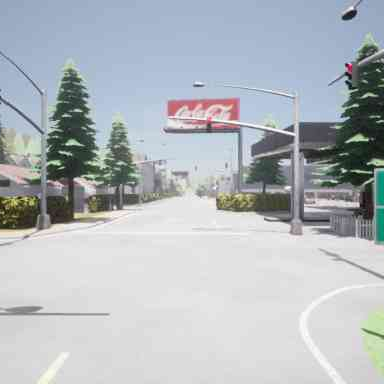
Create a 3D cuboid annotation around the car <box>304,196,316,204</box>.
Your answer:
[{"bbox_3d":[22.351,1.552,64.110,1.970,1.475,3.806,0,0,0],"label":"car"}]

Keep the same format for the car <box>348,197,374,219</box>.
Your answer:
[{"bbox_3d":[14.310,1.504,25.024,3.866,1.878,1.905,0,0,0],"label":"car"}]

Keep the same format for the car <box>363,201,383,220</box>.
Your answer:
[{"bbox_3d":[18.623,1.672,30.704,4.611,1.667,2.242,0,0,0],"label":"car"}]

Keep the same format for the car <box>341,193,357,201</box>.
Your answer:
[{"bbox_3d":[34.737,1.489,71.931,2.007,1.523,4.514,0,0,0],"label":"car"}]
